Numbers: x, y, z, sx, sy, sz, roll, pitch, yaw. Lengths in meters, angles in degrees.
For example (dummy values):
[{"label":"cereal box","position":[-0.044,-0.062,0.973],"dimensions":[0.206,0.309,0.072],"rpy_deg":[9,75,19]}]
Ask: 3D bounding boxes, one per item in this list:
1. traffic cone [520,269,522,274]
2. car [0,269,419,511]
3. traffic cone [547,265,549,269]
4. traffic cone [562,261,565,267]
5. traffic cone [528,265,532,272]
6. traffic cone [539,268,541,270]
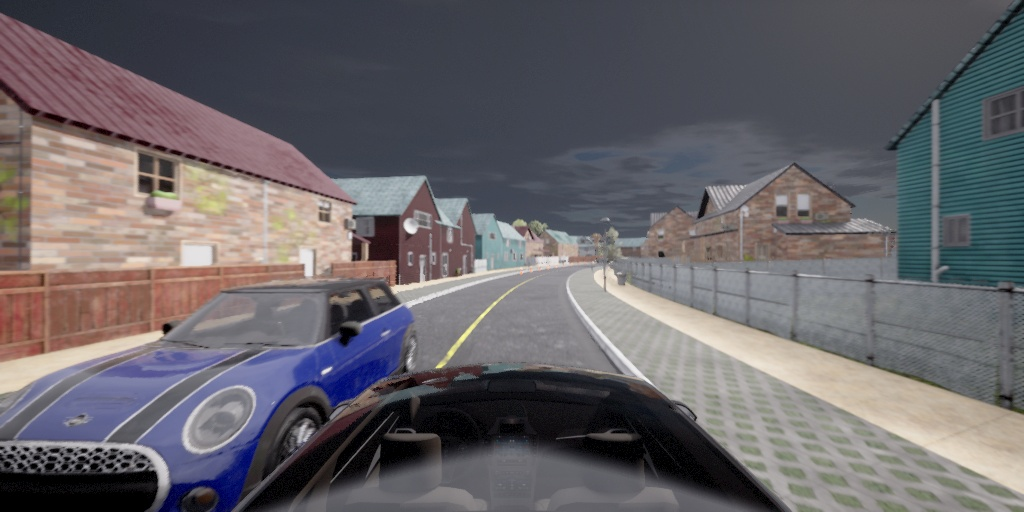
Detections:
[{"label":"traffic cone","position":[1.043,1.736,39.930],"dimensions":[0.340,0.580,0.340],"rpy_deg":[0,0,14]},{"label":"car","position":[-2.709,1.095,4.326],"dimensions":[2.097,1.767,4.553],"rpy_deg":[0,0,2]},{"label":"traffic cone","position":[5.517,1.674,54.489],"dimensions":[0.340,0.580,0.340],"rpy_deg":[0,0,20]},{"label":"traffic cone","position":[9.269,1.621,63.928],"dimensions":[0.340,0.580,0.340],"rpy_deg":[0,0,24]},{"label":"traffic cone","position":[2.378,1.722,44.830],"dimensions":[0.340,0.580,0.340],"rpy_deg":[0,0,16]},{"label":"traffic cone","position":[3.870,1.701,49.684],"dimensions":[0.340,0.580,0.340],"rpy_deg":[0,0,18]}]
